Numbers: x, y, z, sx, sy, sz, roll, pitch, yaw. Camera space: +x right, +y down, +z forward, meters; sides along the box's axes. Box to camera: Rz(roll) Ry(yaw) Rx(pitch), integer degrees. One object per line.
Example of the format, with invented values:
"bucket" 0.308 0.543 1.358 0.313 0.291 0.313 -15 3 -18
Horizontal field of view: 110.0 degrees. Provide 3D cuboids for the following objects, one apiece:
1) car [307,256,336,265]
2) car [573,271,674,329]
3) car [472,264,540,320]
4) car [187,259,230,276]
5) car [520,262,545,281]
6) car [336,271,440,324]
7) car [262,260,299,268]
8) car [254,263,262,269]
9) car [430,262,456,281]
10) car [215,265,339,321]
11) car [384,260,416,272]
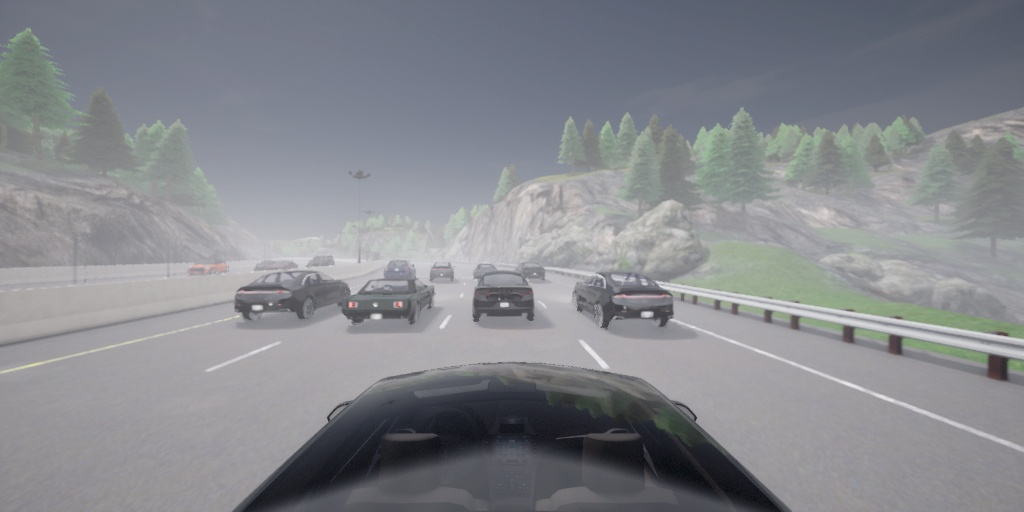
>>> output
"car" -22.913 0.989 43.295 2.150 2.045 5.566 0 0 -14
"car" 3.216 1.229 11.280 2.128 1.511 4.902 0 0 -3
"car" -0.350 1.221 12.597 1.882 1.535 5.008 0 0 -3
"car" -32.627 1.141 38.679 2.097 1.767 4.553 0 0 -13
"car" 1.372 1.206 29.534 1.882 1.535 5.008 0 0 -8
"car" -3.803 1.351 11.964 1.895 1.301 4.718 0 0 -3
"car" -25.914 1.253 40.757 1.882 1.535 5.008 0 0 -13
"car" -30.674 1.287 45.280 1.837 1.490 4.892 0 0 -15
"car" -5.726 1.234 29.641 2.128 1.511 4.902 0 0 -9
"car" -7.364 1.249 12.591 2.128 1.511 4.902 0 0 -3
"car" -9.377 1.101 30.252 2.097 1.767 4.553 0 0 -9
